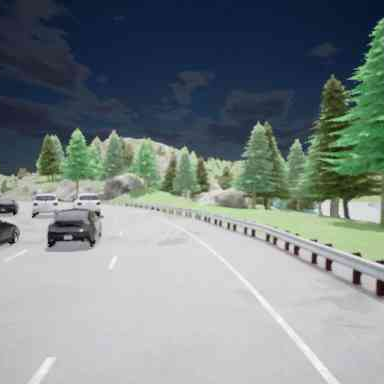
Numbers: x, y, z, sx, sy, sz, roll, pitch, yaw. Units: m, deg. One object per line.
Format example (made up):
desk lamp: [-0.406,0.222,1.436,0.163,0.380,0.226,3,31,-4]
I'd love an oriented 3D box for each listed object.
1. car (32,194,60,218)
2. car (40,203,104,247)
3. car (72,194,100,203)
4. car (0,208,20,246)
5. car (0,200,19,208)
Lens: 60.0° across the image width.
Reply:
car: [-13.416,1.193,30.639,2.150,2.045,5.566,0,0,-22]
car: [-5.157,1.484,15.001,1.837,1.490,4.892,0,0,-11]
car: [-9.897,1.175,31.225,2.150,2.045,5.566,0,0,-22]
car: [-8.347,1.565,12.913,1.994,1.385,4.181,0,0,-9]
car: [-18.008,1.467,32.329,1.882,1.535,5.008,0,0,-24]
